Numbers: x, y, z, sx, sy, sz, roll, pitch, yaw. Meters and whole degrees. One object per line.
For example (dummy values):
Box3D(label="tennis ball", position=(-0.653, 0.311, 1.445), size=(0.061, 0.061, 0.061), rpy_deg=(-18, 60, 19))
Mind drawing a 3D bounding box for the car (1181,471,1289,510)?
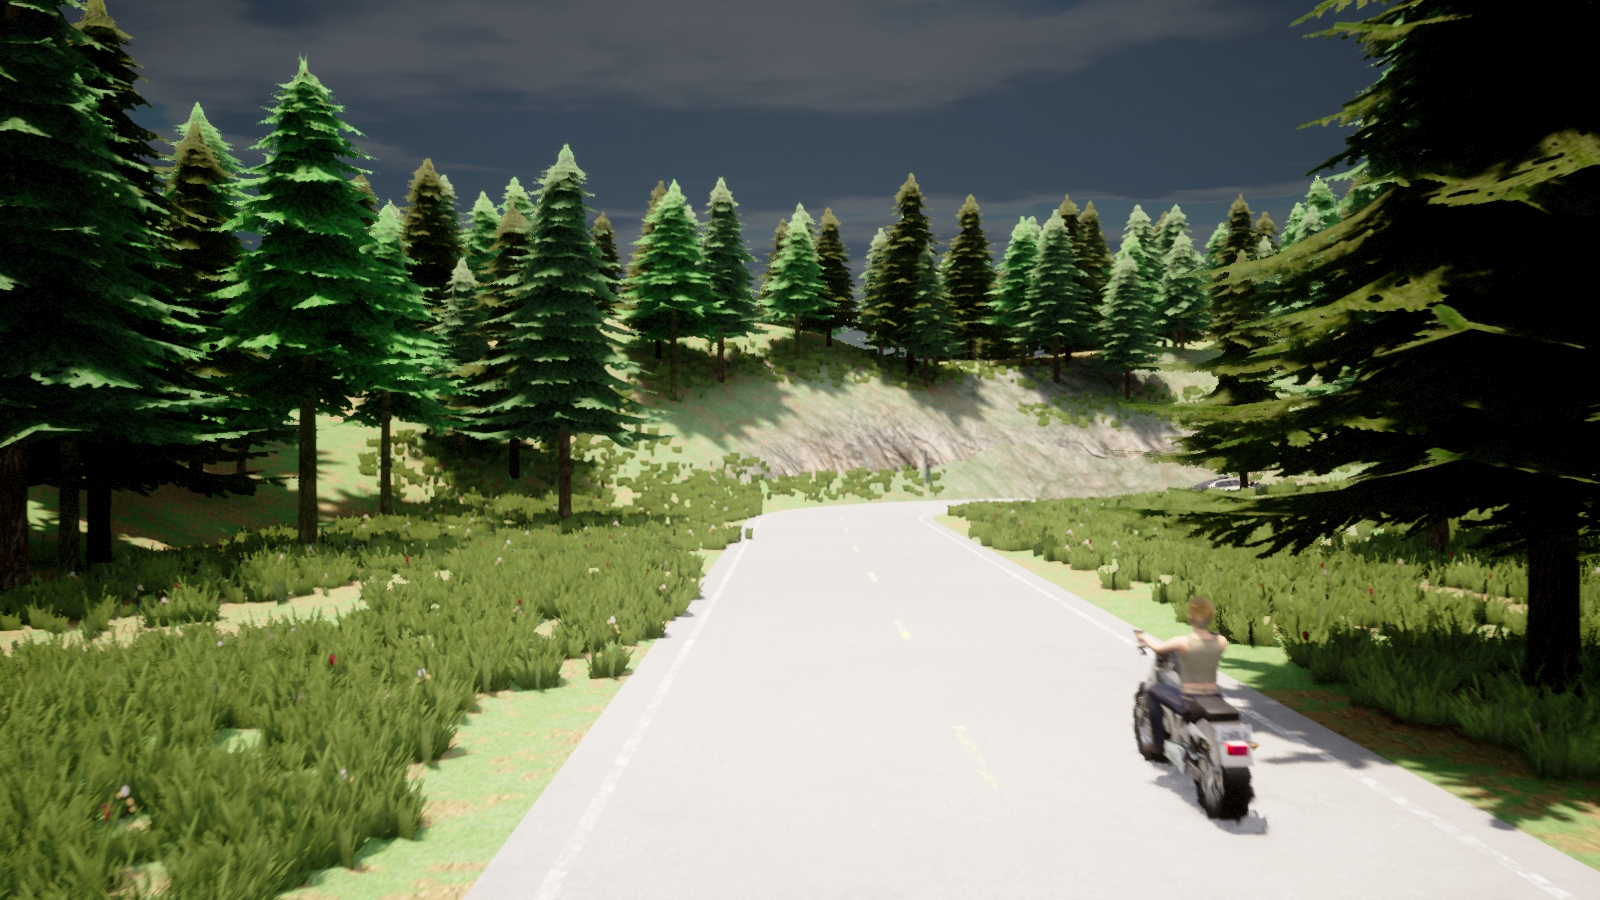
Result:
Box3D(label="car", position=(23.585, 2.172, 62.112), size=(4.974, 1.542, 2.038), rpy_deg=(-6, 0, -2))

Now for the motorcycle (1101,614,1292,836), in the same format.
Box3D(label="motorcycle", position=(3.184, 2.166, 9.464), size=(0.764, 1.277, 2.356), rpy_deg=(0, 0, 0))
